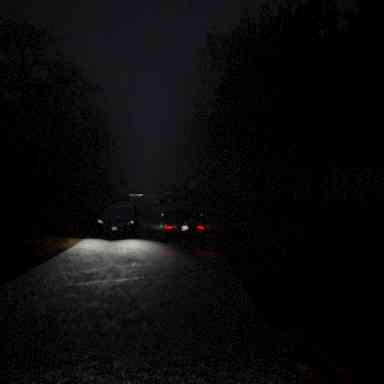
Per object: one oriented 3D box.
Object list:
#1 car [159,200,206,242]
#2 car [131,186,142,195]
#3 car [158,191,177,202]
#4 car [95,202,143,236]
[{"bbox_3d":[-0.437,1.363,15.269,2.033,1.411,5.357,1,1,-4],"label":"car"},{"bbox_3d":[-9.827,-0.292,58.572,2.033,1.411,5.357,2,1,-13],"label":"car"},{"bbox_3d":[-2.651,0.585,36.308,1.812,1.442,4.674,2,2,-8],"label":"car"},{"bbox_3d":[-3.500,1.234,16.673,1.812,1.442,4.674,2,1,-4],"label":"car"}]
